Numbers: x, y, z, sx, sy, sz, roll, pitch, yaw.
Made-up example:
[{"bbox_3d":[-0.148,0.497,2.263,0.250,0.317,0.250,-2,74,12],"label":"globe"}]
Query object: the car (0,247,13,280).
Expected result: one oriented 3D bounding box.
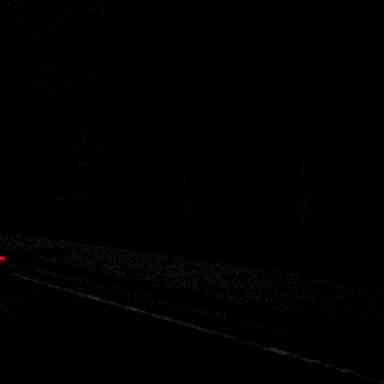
[{"bbox_3d":[-6.612,1.538,8.359,5.357,1.411,2.033,0,0,36],"label":"car"}]
